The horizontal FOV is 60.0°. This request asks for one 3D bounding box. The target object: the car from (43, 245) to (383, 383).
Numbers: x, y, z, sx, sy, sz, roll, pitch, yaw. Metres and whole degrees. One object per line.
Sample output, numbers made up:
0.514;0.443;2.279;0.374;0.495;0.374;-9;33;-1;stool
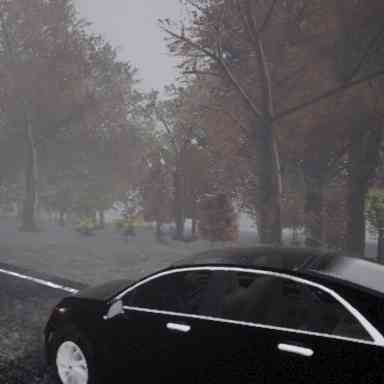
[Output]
0.420;1.343;3.464;4.892;1.490;1.837;-4;-3;34;car
